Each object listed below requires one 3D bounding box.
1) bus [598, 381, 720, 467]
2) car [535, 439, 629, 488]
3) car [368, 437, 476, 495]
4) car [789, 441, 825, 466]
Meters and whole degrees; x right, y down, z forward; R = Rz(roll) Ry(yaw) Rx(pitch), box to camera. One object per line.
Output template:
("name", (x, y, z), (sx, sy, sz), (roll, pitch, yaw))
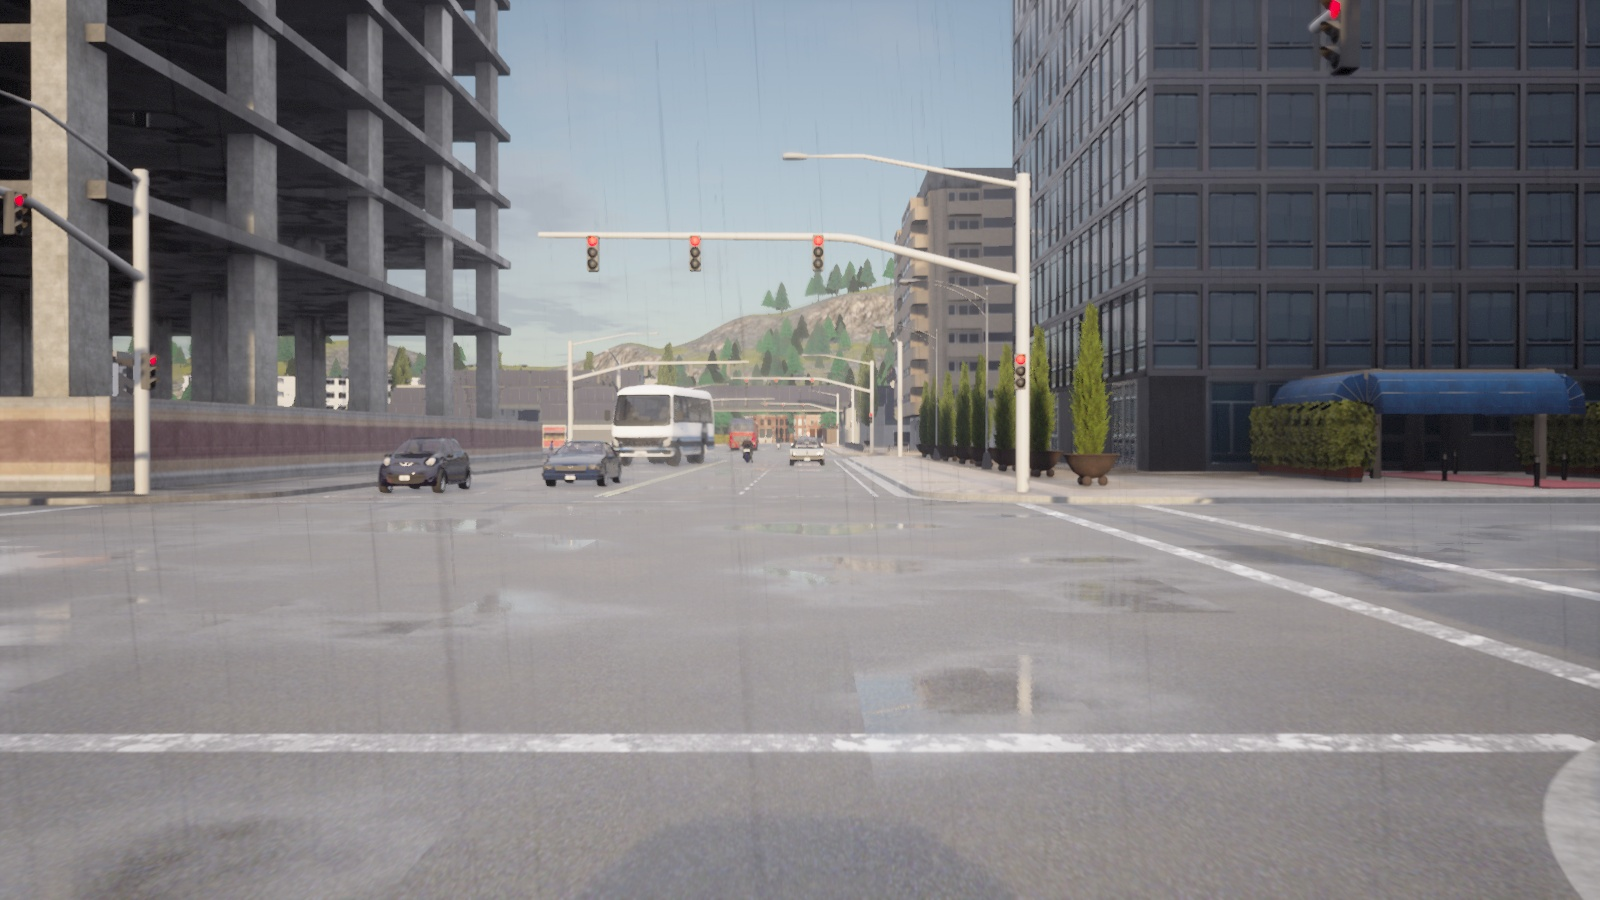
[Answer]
("bus", (-7.400, -1.341, 67.919), (3.944, 4.253, 10.273), (0, 1, 9))
("car", (-6.775, 0.377, 39.627), (2.033, 1.411, 5.357), (0, 1, 0))
("car", (-10.302, 0.395, 34.470), (1.845, 1.501, 3.633), (0, 1, 0))
("car", (0.372, 0.151, 67.143), (1.895, 1.301, 4.718), (0, 1, 0))
